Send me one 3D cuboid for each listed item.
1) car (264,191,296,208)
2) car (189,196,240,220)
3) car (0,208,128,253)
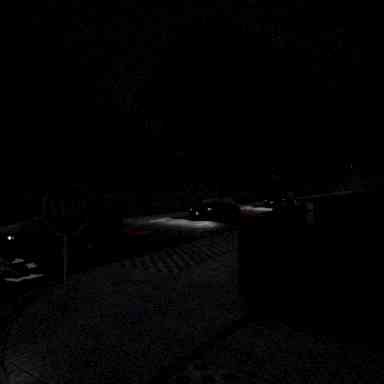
[{"bbox_3d":[8.691,0.685,32.512,1.837,1.490,4.892,0,1,36],"label":"car"},{"bbox_3d":[1.673,1.020,22.661,1.812,1.442,4.674,0,1,36],"label":"car"},{"bbox_3d":[-5.016,1.331,13.251,2.033,1.411,5.357,0,2,36],"label":"car"}]
